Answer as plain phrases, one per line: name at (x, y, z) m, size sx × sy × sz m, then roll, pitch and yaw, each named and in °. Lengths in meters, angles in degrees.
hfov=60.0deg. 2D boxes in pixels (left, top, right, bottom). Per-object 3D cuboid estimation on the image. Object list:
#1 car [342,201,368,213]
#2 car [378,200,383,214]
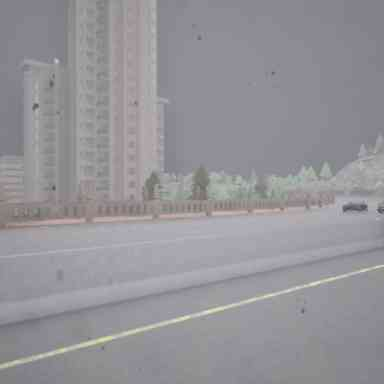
car at (18.861, 1.683, 38.416) m, size 1.895 × 1.301 × 4.718 m, roll 0°, pitch 0°, yaw 39°
car at (21.699, 1.588, 36.430) m, size 1.837 × 1.490 × 4.892 m, roll 0°, pitch -1°, yaw 39°
